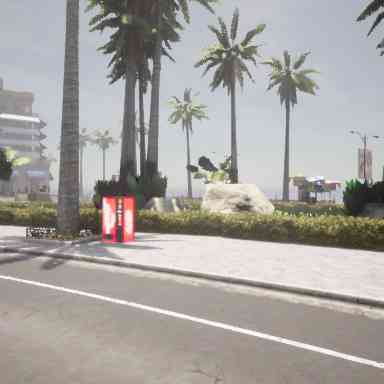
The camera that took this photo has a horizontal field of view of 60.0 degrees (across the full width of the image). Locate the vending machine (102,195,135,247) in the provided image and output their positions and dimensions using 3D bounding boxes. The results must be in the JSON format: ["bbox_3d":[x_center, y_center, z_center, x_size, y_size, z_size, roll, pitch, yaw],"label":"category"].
[{"bbox_3d":[-3.134,1.195,14.185,0.880,2.100,1.100,0,0,27],"label":"vending machine"}]
